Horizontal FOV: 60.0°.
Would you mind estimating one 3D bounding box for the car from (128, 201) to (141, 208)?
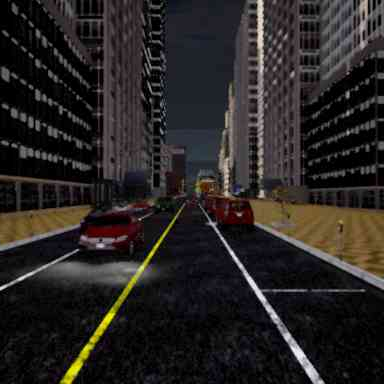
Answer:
[{"bbox_3d":[-5.692,1.653,26.822,2.008,1.369,4.403,0,0,0],"label":"car"}]

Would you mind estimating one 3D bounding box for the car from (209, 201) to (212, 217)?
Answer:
[{"bbox_3d":[2.688,1.645,26.825,1.887,1.381,4.507,0,0,0],"label":"car"}]

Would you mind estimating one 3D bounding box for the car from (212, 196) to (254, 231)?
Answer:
[{"bbox_3d":[2.691,1.395,21.287,2.192,1.841,5.009,0,0,0],"label":"car"}]

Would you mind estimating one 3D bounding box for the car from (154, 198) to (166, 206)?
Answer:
[{"bbox_3d":[-5.700,1.805,60.059,1.802,1.307,4.206,0,0,0],"label":"car"}]

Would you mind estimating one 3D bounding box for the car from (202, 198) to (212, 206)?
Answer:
[{"bbox_3d":[2.680,1.747,60.231,1.752,1.417,4.829,0,0,0],"label":"car"}]

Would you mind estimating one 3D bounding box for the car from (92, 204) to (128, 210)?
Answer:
[{"bbox_3d":[-5.691,1.648,21.283,1.947,1.339,4.313,0,0,0],"label":"car"}]

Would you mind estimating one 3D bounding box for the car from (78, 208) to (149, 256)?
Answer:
[{"bbox_3d":[-3.085,1.578,13.573,1.812,1.442,4.674,0,0,0],"label":"car"}]

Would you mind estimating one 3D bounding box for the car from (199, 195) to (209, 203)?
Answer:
[{"bbox_3d":[2.677,1.595,76.680,2.192,1.841,5.009,0,0,0],"label":"car"}]

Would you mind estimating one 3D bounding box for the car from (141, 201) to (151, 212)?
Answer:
[{"bbox_3d":[-5.695,1.725,37.901,1.802,1.307,4.206,0,0,0],"label":"car"}]

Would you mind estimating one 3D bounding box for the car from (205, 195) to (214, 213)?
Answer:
[{"bbox_3d":[2.688,1.436,32.366,2.192,1.841,5.009,0,0,0],"label":"car"}]

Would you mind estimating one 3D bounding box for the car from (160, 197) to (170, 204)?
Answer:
[{"bbox_3d":[-5.703,1.845,71.137,1.802,1.307,4.206,0,0,0],"label":"car"}]

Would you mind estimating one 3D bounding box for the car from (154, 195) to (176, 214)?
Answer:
[{"bbox_3d":[-3.009,1.469,37.690,2.150,2.045,5.566,0,0,0],"label":"car"}]

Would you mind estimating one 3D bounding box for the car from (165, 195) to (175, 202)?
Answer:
[{"bbox_3d":[-5.707,1.637,87.756,2.192,1.841,5.009,0,0,0],"label":"car"}]

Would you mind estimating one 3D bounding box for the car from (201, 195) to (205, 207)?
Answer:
[{"bbox_3d":[2.685,1.476,43.444,2.192,1.841,5.009,0,0,0],"label":"car"}]

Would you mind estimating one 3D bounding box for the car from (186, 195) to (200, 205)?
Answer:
[{"bbox_3d":[-0.014,1.723,62.828,2.128,1.511,4.902,0,0,0],"label":"car"}]

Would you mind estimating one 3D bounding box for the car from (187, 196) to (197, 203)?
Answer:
[{"bbox_3d":[-0.017,1.691,73.251,2.033,1.411,5.357,0,0,0],"label":"car"}]

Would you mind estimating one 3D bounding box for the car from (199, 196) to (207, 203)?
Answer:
[{"bbox_3d":[2.674,1.740,82.218,1.967,1.590,4.097,0,0,0],"label":"car"}]

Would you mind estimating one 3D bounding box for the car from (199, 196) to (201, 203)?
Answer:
[{"bbox_3d":[2.681,1.752,54.522,2.008,1.369,4.403,0,0,0],"label":"car"}]
